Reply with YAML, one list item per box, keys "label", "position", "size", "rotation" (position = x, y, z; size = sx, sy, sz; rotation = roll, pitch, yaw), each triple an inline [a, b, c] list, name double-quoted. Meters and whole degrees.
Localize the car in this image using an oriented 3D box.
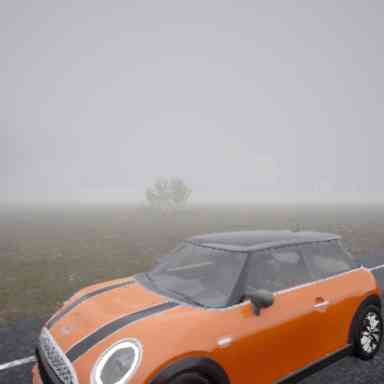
- label: "car"
  position: [0.479, 1.358, 4.334]
  size: [4.553, 1.767, 2.097]
  rotation: [0, 0, -35]
